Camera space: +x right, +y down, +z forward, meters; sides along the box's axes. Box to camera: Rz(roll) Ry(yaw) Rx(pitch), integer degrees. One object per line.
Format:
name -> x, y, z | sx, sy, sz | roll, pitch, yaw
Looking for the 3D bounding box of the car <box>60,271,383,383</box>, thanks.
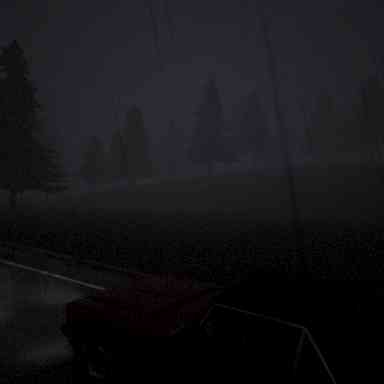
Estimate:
car -> 0.703, 1.585, 3.546 | 4.718, 1.301, 1.895 | 1, 0, 35
